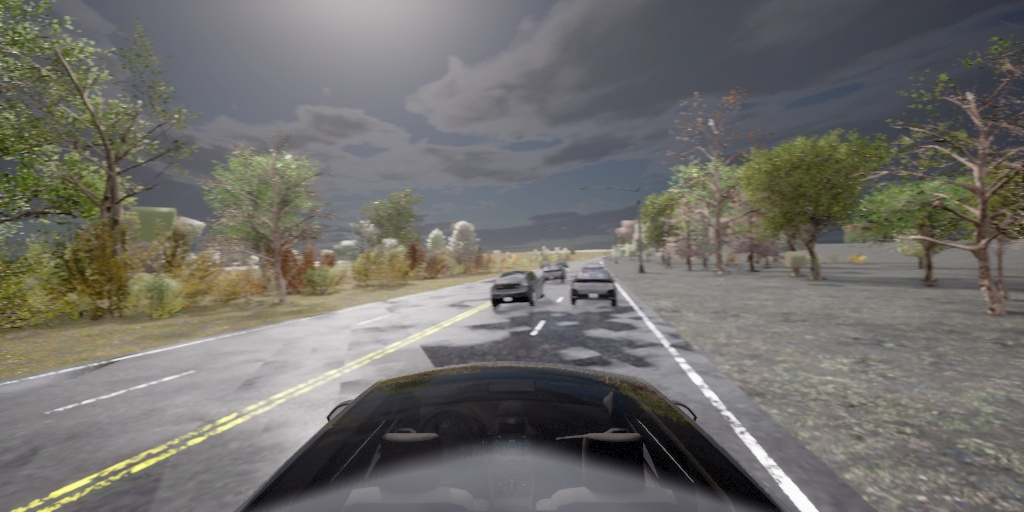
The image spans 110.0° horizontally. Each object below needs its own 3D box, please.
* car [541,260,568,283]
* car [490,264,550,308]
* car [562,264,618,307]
[{"bbox_3d":[3.703,1.500,31.191,2.128,1.511,4.902,-6,0,13],"label":"car"},{"bbox_3d":[0.351,1.406,16.590,1.837,1.490,4.892,-4,0,13],"label":"car"},{"bbox_3d":[3.596,1.286,15.855,2.128,1.511,4.902,-1,0,13],"label":"car"}]
